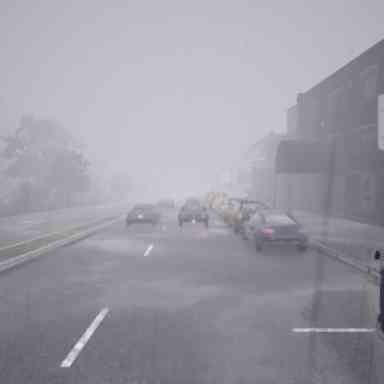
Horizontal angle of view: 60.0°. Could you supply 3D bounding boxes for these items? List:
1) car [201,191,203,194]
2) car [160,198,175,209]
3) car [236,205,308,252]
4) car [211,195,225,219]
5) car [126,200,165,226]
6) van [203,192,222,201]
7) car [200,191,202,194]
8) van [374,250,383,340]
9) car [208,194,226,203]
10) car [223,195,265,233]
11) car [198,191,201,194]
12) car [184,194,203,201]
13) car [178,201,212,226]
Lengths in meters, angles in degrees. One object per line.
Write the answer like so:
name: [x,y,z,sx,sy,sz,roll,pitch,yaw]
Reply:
car: [3.219,1.080,57.787,2.185,1.767,4.553,0,0,0]
car: [-3.156,1.406,41.210,1.895,1.301,4.718,0,0,0]
car: [3.223,1.455,13.490,2.002,1.452,4.674,0,0,0]
car: [3.222,1.337,30.187,2.231,1.521,4.892,0,0,0]
car: [-3.153,1.458,22.448,1.994,1.385,4.181,0,0,0]
van: [3.219,1.005,52.408,1.878,1.987,4.442,0,0,0]
car: [3.218,1.054,63.311,2.185,1.767,4.553,0,0,0]
van: [3.223,1.241,2.558,1.878,1.987,4.442,0,0,0]
car: [3.221,1.310,35.713,2.097,1.535,5.008,0,0,0]
car: [3.222,1.263,19.110,2.185,1.767,4.553,0,0,0]
car: [3.214,1.071,85.503,1.946,1.575,5.366,0,0,0]
car: [0.094,1.306,41.712,1.837,1.490,4.892,0,0,0]
car: [0.097,1.494,22.510,1.895,1.301,4.718,0,0,0]
